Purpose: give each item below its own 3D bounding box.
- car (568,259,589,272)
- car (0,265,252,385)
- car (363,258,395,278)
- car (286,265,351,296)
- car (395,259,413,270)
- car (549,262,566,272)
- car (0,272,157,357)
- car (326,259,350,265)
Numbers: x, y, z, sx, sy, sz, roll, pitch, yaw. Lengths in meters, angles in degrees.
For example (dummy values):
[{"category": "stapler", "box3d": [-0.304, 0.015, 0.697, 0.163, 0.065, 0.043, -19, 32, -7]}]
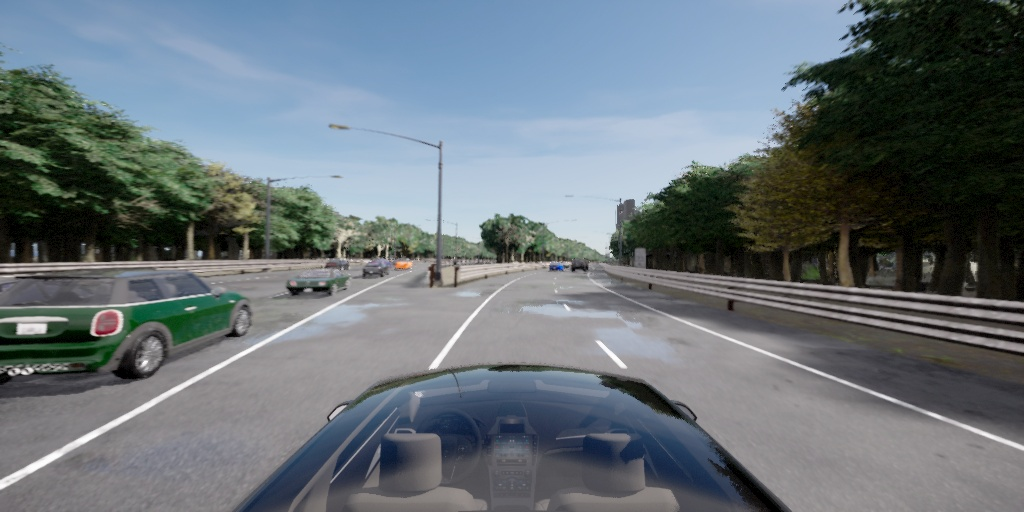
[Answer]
[{"category": "car", "box3d": [10.800, 1.536, 58.178, 2.150, 2.045, 5.566, 1, 0, 14]}, {"category": "car", "box3d": [-7.080, 1.025, 6.970, 2.097, 1.767, 4.553, 1, -1, -14]}, {"category": "car", "box3d": [-13.036, 1.254, 34.593, 2.128, 1.511, 4.902, 1, 0, -10]}, {"category": "car", "box3d": [-9.846, 1.312, 18.687, 1.895, 1.301, 4.718, 1, 0, -12]}, {"category": "car", "box3d": [-16.064, 1.180, 53.561, 2.097, 1.767, 4.553, 1, 0, -8]}, {"category": "car", "box3d": [7.196, 1.737, 58.196, 1.882, 1.535, 5.008, 1, 0, 14]}, {"category": "car", "box3d": [-10.839, 1.162, 7.713, 2.033, 1.411, 5.357, 1, 0, -13]}, {"category": "car", "box3d": [-21.807, 1.176, 45.055, 1.837, 1.490, 4.892, 1, -1, -9]}]
